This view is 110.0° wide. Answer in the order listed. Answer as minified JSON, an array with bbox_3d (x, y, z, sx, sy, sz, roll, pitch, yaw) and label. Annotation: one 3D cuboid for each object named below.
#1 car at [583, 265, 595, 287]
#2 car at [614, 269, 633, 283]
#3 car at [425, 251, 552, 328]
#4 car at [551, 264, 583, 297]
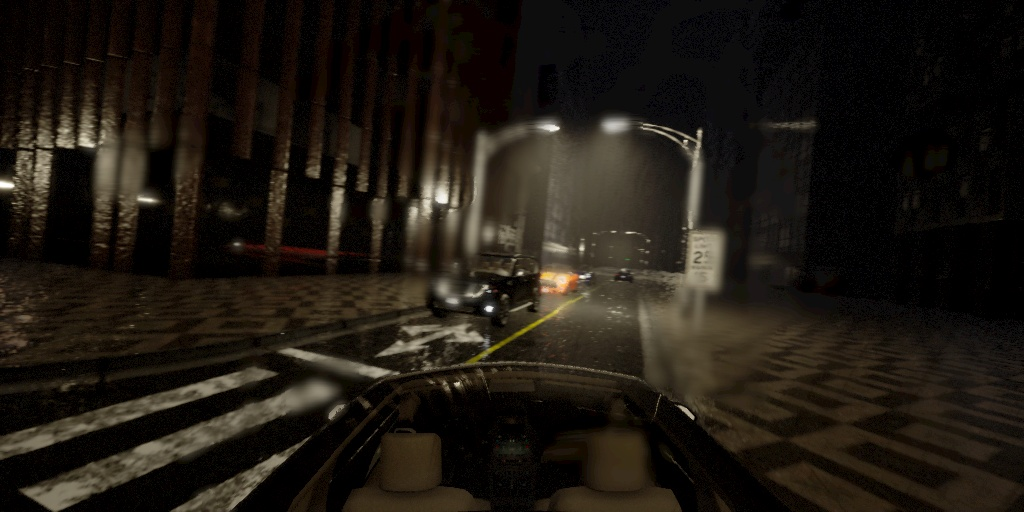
[{"bbox_3d":[5.886,1.539,30.617,2.097,1.767,4.553,5,0,19],"label":"car"},{"bbox_3d":[13.141,2.359,42.082,1.994,1.385,4.181,5,0,19],"label":"car"},{"bbox_3d":[-0.546,0.893,11.777,2.150,2.045,5.566,5,0,19],"label":"car"},{"bbox_3d":[2.565,1.273,20.925,2.097,1.767,4.553,5,0,19],"label":"car"}]
